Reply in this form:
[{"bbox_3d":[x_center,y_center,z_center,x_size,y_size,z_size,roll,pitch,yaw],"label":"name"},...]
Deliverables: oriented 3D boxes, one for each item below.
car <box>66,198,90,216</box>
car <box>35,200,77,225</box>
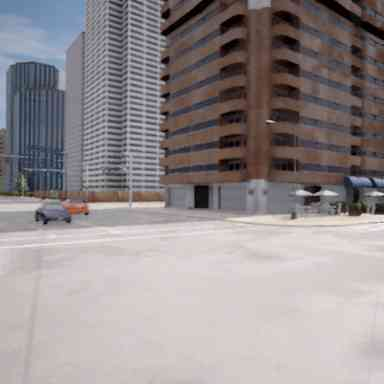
[{"bbox_3d":[-11.913,1.424,33.309,2.097,1.767,4.553,1,0,-35],"label":"car"},{"bbox_3d":[-10.443,1.578,24.923,1.812,1.442,4.674,1,0,-35],"label":"car"}]
